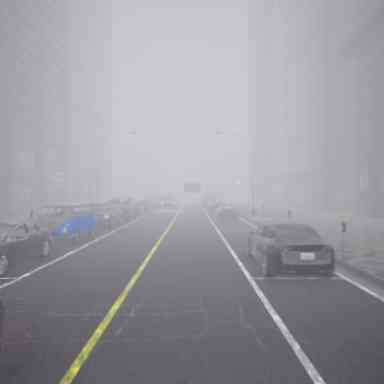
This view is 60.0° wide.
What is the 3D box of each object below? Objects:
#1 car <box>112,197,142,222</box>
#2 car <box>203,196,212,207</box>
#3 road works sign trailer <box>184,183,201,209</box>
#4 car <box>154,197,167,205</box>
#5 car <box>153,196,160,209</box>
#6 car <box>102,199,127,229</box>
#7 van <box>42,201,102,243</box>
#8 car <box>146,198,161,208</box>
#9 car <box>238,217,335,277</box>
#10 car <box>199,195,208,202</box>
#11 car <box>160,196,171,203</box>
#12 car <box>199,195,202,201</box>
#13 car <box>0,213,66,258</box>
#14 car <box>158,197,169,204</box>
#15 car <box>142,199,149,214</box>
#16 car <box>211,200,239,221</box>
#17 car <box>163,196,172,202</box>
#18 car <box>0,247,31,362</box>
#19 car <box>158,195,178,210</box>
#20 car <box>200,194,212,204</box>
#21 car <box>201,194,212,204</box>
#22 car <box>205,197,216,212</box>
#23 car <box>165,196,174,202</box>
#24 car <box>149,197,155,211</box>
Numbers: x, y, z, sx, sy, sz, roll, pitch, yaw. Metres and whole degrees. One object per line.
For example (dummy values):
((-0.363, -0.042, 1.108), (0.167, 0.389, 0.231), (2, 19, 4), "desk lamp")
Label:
((-5.740, 1.336, 26.950), (2.192, 1.841, 5.009), (0, 0, 0), "car")
((2.802, 1.621, 43.857), (1.802, 1.307, 4.206), (0, 0, 0), "car")
((0.045, 0.505, 45.750), (2.380, 3.560, 2.880), (0, 0, 0), "road works sign trailer")
((-5.707, 1.586, 60.599), (1.752, 1.417, 4.829), (0, 0, 0), "car")
((-5.723, 1.589, 43.859), (2.008, 1.369, 4.403), (0, 0, 0), "car")
((-5.745, 1.456, 21.313), (1.967, 1.590, 4.097), (0, 0, 0), "car")
((-5.751, 1.352, 15.676), (1.690, 1.788, 3.998), (0, 0, 0), "van")
((-5.717, 1.627, 49.497), (1.802, 1.307, 4.206), (0, 0, 0), "car")
((2.770, 1.573, 10.038), (1.947, 1.339, 4.313), (0, 0, 0), "car")
((2.839, 1.544, 83.309), (1.967, 1.590, 4.097), (0, 0, 0), "car")
((-5.696, 1.647, 72.043), (1.947, 1.339, 4.313), (0, 0, 0), "car")
((2.817, 1.377, 60.765), (2.192, 1.841, 5.009), (0, 0, 0), "car")
((-5.755, 1.557, 10.039), (2.008, 1.369, 4.403), (0, 0, 0), "car")
((-5.701, 1.652, 66.406), (1.802, 1.307, 4.206), (0, 0, 0), "car")
((-5.733, 1.592, 32.587), (1.947, 1.339, 4.313), (0, 0, 0), "car")
((2.786, 1.604, 26.947), (1.802, 1.307, 4.206), (0, 0, 0), "car")
((-5.690, 1.658, 77.679), (1.947, 1.339, 4.313), (0, 0, 0), "car")
((-3.098, 1.506, 1.969), (1.837, 1.490, 4.892), (0, 0, 0), "car")
((-3.042, 1.389, 44.484), (2.097, 1.767, 4.553), (0, 0, 0), "car")
((2.823, 1.386, 66.401), (2.192, 1.841, 5.009), (0, 0, 0), "car")
((2.807, 1.486, 49.493), (1.967, 1.590, 4.097), (0, 0, 0), "car")
((2.797, 1.615, 38.220), (1.802, 1.307, 4.206), (0, 0, 0), "car")
((-5.685, 1.654, 83.316), (2.008, 1.369, 4.403), (0, 0, 0), "car")
((-5.728, 1.598, 38.223), (1.947, 1.339, 4.313), (0, 0, 0), "car")
